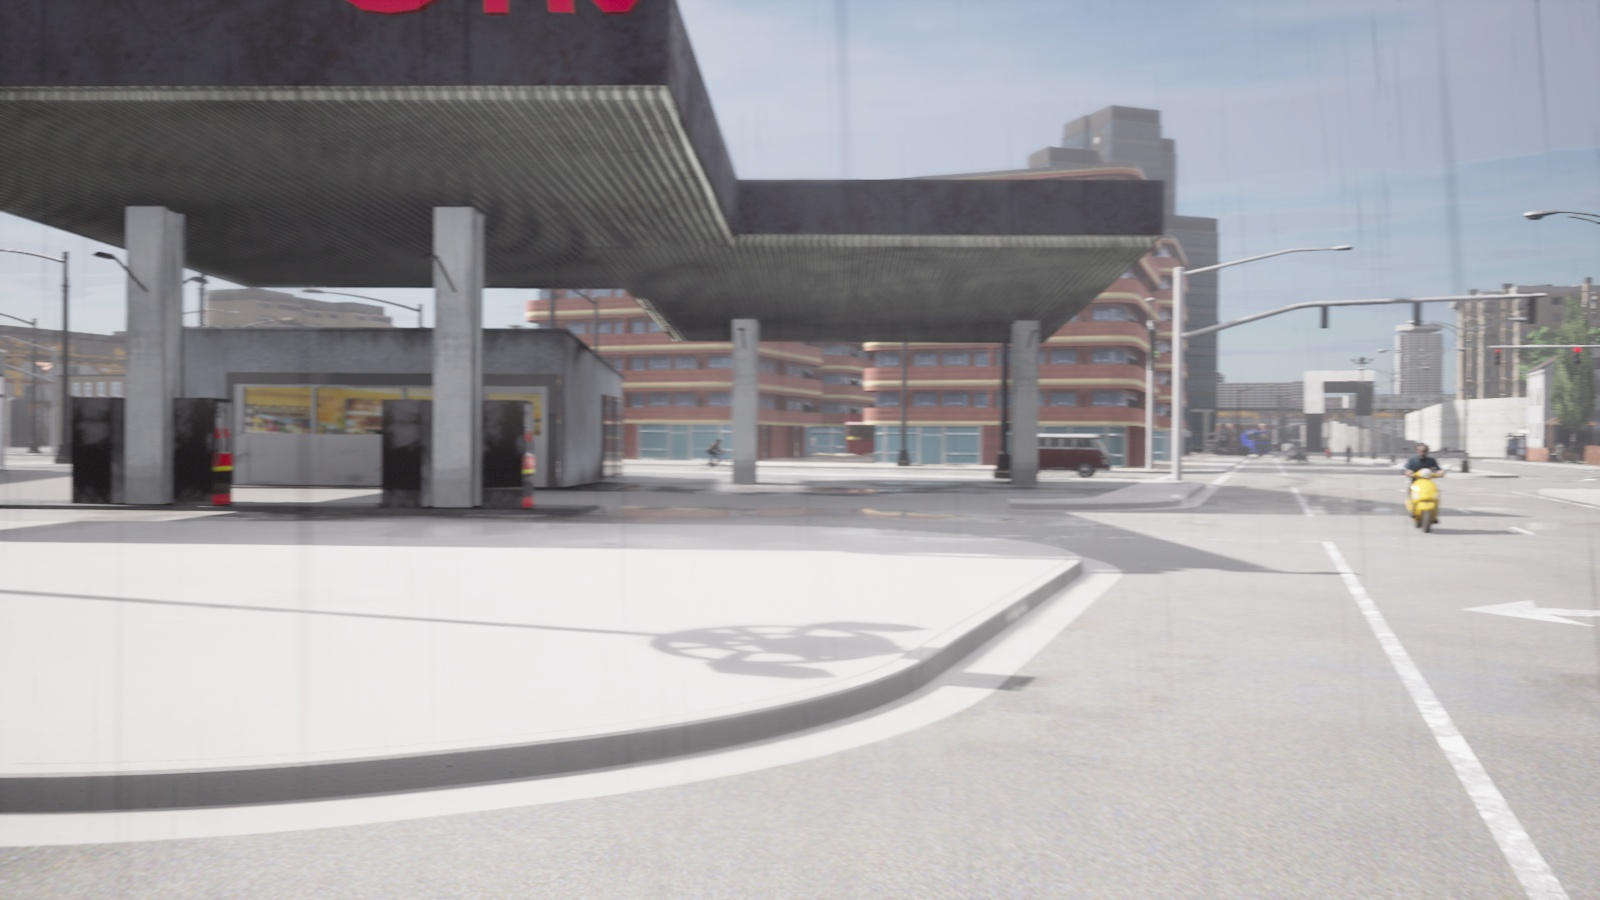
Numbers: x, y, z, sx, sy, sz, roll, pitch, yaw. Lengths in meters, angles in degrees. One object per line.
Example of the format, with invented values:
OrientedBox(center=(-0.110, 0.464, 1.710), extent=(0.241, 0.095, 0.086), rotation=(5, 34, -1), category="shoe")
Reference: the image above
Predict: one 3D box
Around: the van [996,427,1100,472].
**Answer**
OrientedBox(center=(11.318, -0.010, 57.345), extent=(4.442, 1.987, 1.775), rotation=(0, 1, 19), category="van")

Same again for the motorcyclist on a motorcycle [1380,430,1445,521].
OrientedBox(center=(11.150, 0.443, 22.904), extent=(0.866, 1.590, 1.817), rotation=(-1, 0, 20), category="motorcyclist on a motorcycle")
